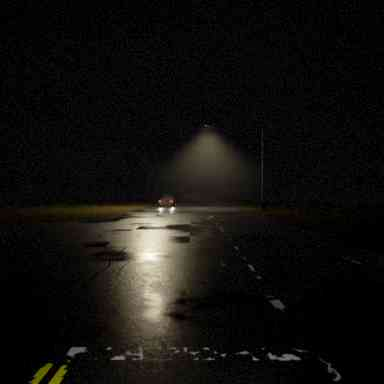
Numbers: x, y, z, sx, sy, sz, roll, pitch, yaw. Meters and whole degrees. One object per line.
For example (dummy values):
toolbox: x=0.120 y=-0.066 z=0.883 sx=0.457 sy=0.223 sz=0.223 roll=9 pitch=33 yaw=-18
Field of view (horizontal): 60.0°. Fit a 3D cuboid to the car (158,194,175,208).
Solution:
car: x=-3.548 y=1.235 z=46.856 sx=2.097 sy=1.767 sz=4.553 roll=0 pitch=0 yaw=0
